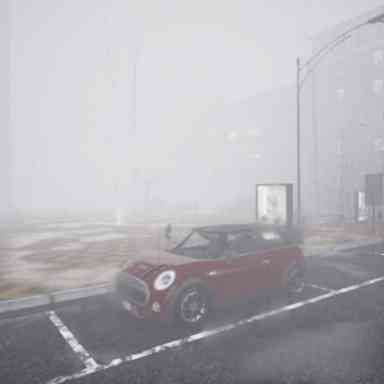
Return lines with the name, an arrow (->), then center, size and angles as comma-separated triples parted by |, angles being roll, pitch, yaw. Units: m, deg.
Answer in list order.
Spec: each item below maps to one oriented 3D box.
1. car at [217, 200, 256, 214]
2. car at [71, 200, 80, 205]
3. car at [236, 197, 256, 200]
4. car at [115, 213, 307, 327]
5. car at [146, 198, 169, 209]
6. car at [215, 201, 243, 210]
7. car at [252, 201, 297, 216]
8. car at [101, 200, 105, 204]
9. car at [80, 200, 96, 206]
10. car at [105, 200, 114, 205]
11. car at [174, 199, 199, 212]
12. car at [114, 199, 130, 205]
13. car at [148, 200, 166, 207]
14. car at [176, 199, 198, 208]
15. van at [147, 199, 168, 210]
car -> 5.284, 1.935, 37.700 | 2.008, 1.369, 4.403 | -2, 0, -36
car -> -30.543, 2.827, 87.393 | 1.887, 1.381, 4.507 | -2, 0, -36
car -> 7.346, 1.586, 39.504 | 2.150, 2.045, 5.566 | -1, -1, -36
car -> 0.497, 1.434, 6.924 | 4.097, 1.590, 1.967 | 0, 0, -36
car -> -6.049, 2.049, 58.157 | 2.097, 1.767, 4.553 | -1, 0, -36
car -> 5.707, 2.053, 51.760 | 1.802, 1.307, 4.206 | -2, 0, -36
car -> 8.551, 1.854, 33.189 | 2.008, 1.369, 4.403 | -2, 0, -36
car -> -23.756, 2.752, 92.308 | 1.887, 1.381, 4.507 | -2, 0, -36
car -> -24.010, 2.668, 78.372 | 2.008, 1.369, 4.403 | -2, 0, -36
car -> -20.489, 2.691, 87.797 | 1.947, 1.339, 4.313 | -2, 0, -36
car -> -0.796, 2.081, 46.174 | 1.887, 1.381, 4.507 | -2, 0, -36
car -> -17.226, 2.483, 83.286 | 1.967, 1.590, 4.097 | -2, 0, -36
car -> -7.422, 2.380, 69.755 | 1.802, 1.307, 4.206 | -2, 0, -36
car -> -0.889, 2.075, 60.736 | 1.967, 1.590, 4.097 | -2, 0, -36
van -> -5.718, 2.001, 53.058 | 1.690, 1.788, 3.998 | -2, 0, -36
